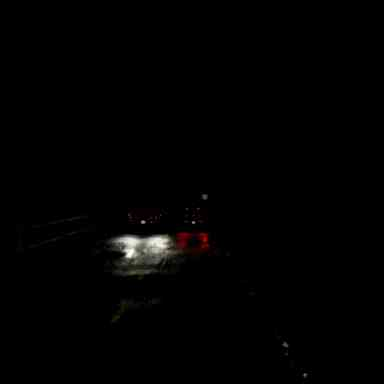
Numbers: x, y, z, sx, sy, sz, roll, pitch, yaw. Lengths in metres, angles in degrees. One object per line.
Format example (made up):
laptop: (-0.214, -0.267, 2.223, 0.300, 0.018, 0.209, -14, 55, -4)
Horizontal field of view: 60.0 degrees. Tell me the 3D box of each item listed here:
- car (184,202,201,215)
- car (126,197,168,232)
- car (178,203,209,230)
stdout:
car: (0.088, 1.897, 39.287, 1.895, 1.301, 4.718, 0, 0, 0)
car: (-2.757, 1.378, 21.512, 2.150, 2.045, 5.566, 0, -1, 0)
car: (0.092, 1.656, 22.575, 2.128, 1.511, 4.902, 0, 0, 0)
